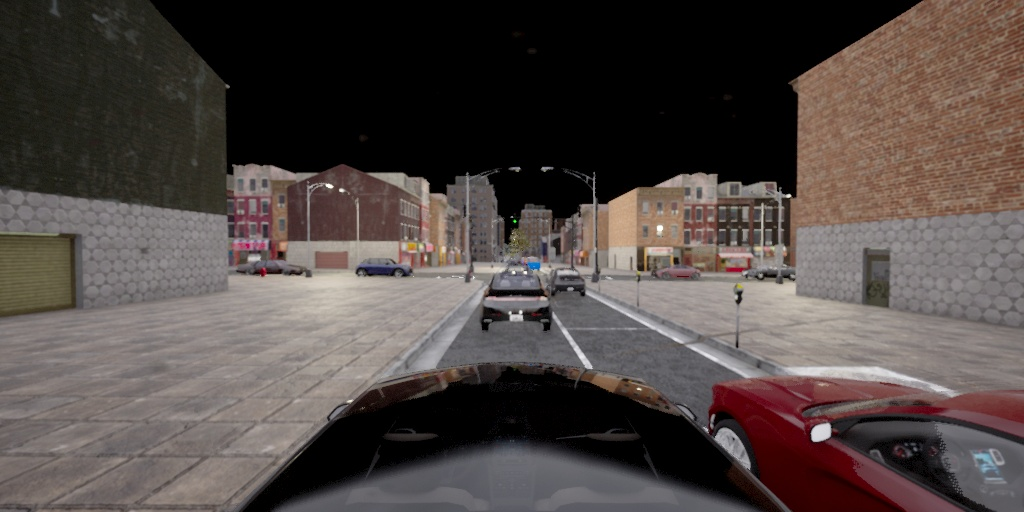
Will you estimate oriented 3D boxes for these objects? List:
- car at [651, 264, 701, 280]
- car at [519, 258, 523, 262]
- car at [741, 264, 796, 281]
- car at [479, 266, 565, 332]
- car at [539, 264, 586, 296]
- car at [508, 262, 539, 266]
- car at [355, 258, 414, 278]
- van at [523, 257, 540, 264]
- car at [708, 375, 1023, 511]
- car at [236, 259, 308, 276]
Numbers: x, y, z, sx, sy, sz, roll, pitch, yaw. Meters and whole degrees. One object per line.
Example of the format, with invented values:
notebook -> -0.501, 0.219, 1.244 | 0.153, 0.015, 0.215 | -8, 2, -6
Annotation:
car -> 15.158, 1.443, 33.302 | 4.181, 1.385, 1.994 | 1, 1, 0
car -> 2.699, 1.058, 55.896 | 2.192, 1.841, 5.009 | 0, 0, 0
car -> 23.996, 1.487, 33.271 | 4.902, 1.511, 2.128 | 1, 1, 0
car -> 0.108, 1.214, 10.732 | 2.128, 1.511, 4.902 | 0, 0, 0
car -> 2.654, 1.257, 18.360 | 2.007, 1.370, 4.403 | 0, 0, 0
car -> 0.553, 1.314, 24.975 | 1.895, 1.301, 4.718 | 0, 0, 9
car -> -10.727, 0.938, 30.423 | 4.553, 1.767, 2.097 | 1, 1, 0
van -> 2.687, 1.057, 45.315 | 1.690, 1.789, 3.998 | 0, 0, 0
car -> 2.634, 1.296, 1.485 | 1.888, 1.381, 4.507 | 0, 0, 0
car -> -20.279, 1.004, 30.443 | 5.357, 1.411, 2.033 | 1, 1, 0
